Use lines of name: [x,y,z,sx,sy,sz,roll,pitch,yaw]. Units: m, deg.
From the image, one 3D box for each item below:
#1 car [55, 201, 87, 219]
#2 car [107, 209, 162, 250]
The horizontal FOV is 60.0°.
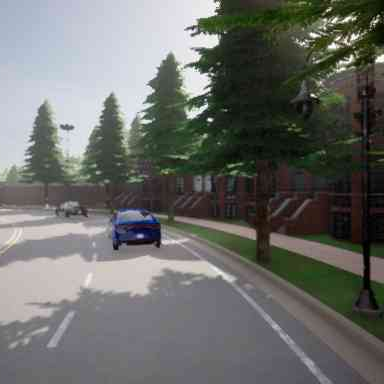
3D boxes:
car: [-10.982,1.569,30.198,1.812,1.442,4.674,0,0,-38]
car: [-2.645,1.480,14.686,1.882,1.535,5.008,0,0,-17]
